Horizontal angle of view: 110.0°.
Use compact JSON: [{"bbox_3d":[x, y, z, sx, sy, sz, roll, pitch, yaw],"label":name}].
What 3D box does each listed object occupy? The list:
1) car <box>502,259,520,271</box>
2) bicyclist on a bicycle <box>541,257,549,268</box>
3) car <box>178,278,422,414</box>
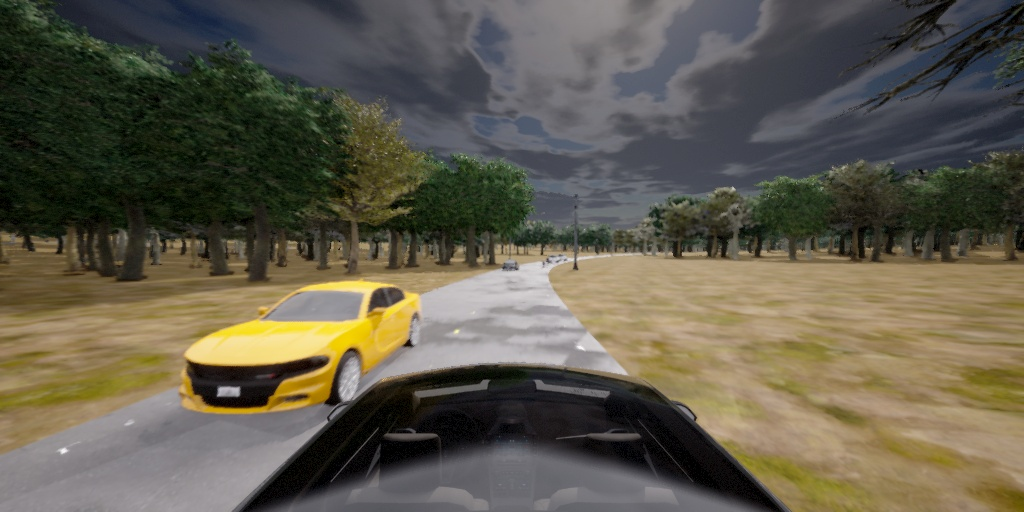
[{"bbox_3d":[-0.159,1.193,47.497,1.812,1.442,4.674,1,1,8],"label":"car"},{"bbox_3d":[4.998,1.100,56.299,0.866,1.612,1.509,1,1,9],"label":"bicyclist on a bicycle"},{"bbox_3d":[-3.051,1.211,6.406,1.882,1.535,5.008,0,0,1],"label":"car"}]
